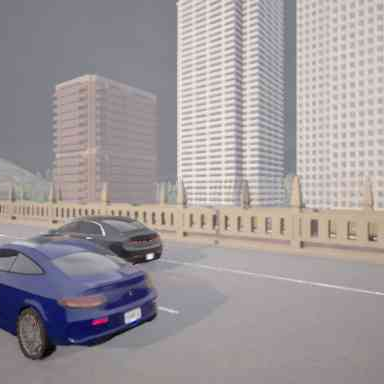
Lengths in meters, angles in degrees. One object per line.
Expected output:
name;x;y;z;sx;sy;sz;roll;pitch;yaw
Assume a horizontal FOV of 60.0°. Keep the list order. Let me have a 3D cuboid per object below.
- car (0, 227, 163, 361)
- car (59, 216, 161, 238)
car;-2.684;1.533;5.907;4.674;1.442;1.812;0;0;35
car;-3.119;1.516;10.518;4.892;1.490;1.837;0;0;35
